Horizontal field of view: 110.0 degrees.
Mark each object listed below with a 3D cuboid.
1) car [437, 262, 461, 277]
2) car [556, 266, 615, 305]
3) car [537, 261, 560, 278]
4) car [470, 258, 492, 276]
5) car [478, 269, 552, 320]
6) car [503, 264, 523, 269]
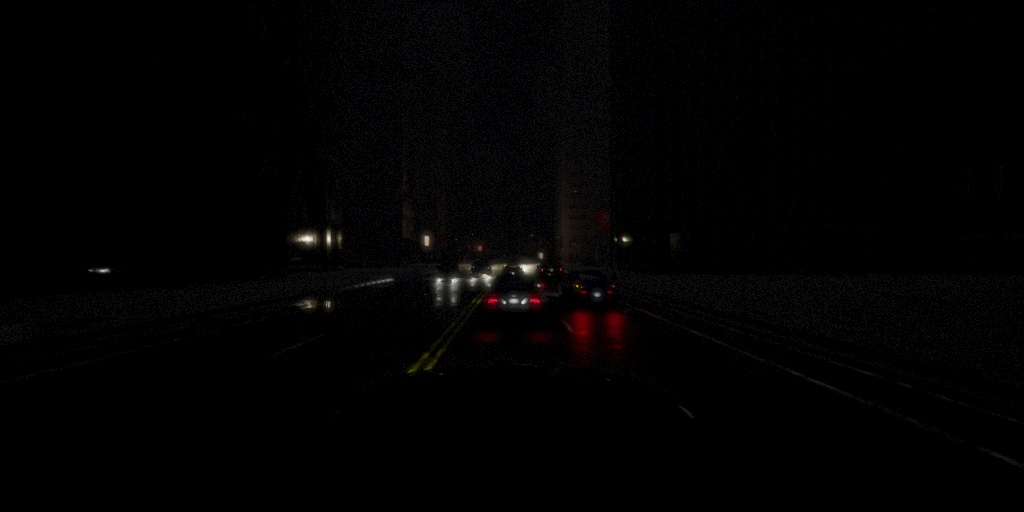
[{"bbox_3d":[-6.604,1.401,38.025,1.837,1.490,4.892,0,-1,0],"label":"car"},{"bbox_3d":[3.331,1.341,16.281,1.812,1.442,4.674,0,-1,0],"label":"car"},{"bbox_3d":[3.331,1.227,32.230,2.097,1.767,4.553,0,0,0],"label":"car"},{"bbox_3d":[-3.353,1.251,39.560,2.097,1.767,4.553,0,0,0],"label":"car"},{"bbox_3d":[0.068,1.347,12.777,2.033,1.411,5.357,0,0,0],"label":"car"},{"bbox_3d":[0.082,1.442,32.965,1.994,1.385,4.181,0,0,0],"label":"car"}]
